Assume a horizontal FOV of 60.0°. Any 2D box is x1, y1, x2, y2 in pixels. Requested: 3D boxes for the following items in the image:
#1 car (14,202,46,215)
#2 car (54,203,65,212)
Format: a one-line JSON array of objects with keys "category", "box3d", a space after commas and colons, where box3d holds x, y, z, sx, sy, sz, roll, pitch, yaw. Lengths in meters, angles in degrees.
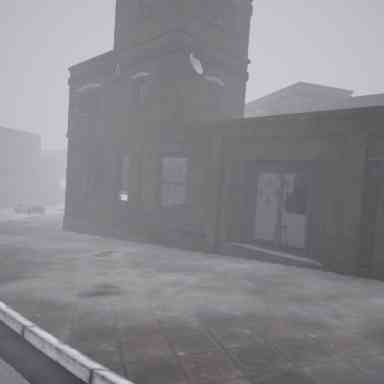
[{"category": "car", "box3d": [-19.768, 1.991, 40.859, 2.128, 1.511, 4.902, 4, -1, 3]}, {"category": "car", "box3d": [-18.607, 2.363, 50.774, 2.033, 1.411, 5.357, 4, -1, 16]}]
